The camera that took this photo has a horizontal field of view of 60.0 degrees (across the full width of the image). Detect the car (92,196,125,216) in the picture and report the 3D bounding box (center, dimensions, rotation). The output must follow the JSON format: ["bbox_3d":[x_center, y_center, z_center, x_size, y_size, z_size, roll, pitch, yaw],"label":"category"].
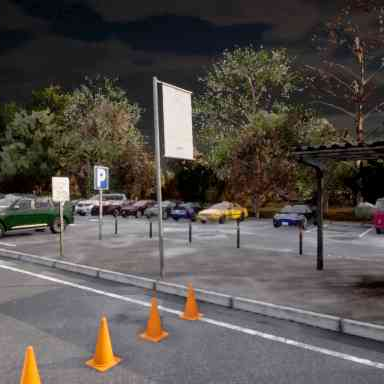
[{"bbox_3d":[-6.583,1.466,31.692,2.097,1.535,5.008,0,0,35],"label":"car"}]

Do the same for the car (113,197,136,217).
[{"bbox_3d":[-4.312,1.468,30.095,2.097,1.535,5.008,0,0,35],"label":"car"}]

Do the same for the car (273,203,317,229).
[{"bbox_3d":[7.020,1.513,22.084,2.163,1.488,4.792,0,0,35],"label":"car"}]

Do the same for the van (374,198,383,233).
[{"bbox_3d":[11.644,1.264,19.010,1.878,1.987,4.442,0,0,35],"label":"van"}]

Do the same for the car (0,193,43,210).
[{"bbox_3d":[-22.498,1.152,42.843,2.435,2.045,5.566,0,0,35],"label":"car"}]

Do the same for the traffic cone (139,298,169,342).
[{"bbox_3d":[-0.589,1.957,5.201,0.340,0.580,0.340,0,0,35],"label":"traffic cone"}]

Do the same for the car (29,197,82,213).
[{"bbox_3d":[-15.564,1.443,38.227,1.946,1.575,5.366,0,0,35],"label":"car"}]

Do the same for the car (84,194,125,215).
[{"bbox_3d":[-8.873,1.211,33.261,2.435,2.045,5.566,0,0,35],"label":"car"}]

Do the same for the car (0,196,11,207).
[{"bbox_3d":[-29.188,1.332,47.810,1.946,1.575,5.366,1,0,35],"label":"car"}]

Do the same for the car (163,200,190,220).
[{"bbox_3d":[0.242,1.504,26.922,2.163,1.488,4.792,0,0,35],"label":"car"}]

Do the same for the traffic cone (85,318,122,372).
[{"bbox_3d":[-1.164,1.957,4.385,0.340,0.580,0.340,0,0,35],"label":"traffic cone"}]

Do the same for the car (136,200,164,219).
[{"bbox_3d":[-2.041,1.473,28.499,2.231,1.521,4.892,0,0,35],"label":"car"}]

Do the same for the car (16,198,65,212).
[{"bbox_3d":[-17.954,1.468,39.646,2.163,1.488,4.792,0,0,35],"label":"car"}]

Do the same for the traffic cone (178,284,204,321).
[{"bbox_3d":[-0.014,1.957,6.017,0.340,0.580,0.340,0,0,36],"label":"traffic cone"}]

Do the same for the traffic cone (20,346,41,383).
[{"bbox_3d":[-1.740,1.957,3.569,0.340,0.580,0.340,0,0,35],"label":"traffic cone"}]

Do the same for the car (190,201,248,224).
[{"bbox_3d":[2.389,1.474,25.149,1.946,1.575,5.366,0,0,35],"label":"car"}]

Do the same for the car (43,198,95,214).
[{"bbox_3d":[-13.401,1.454,36.474,2.097,1.535,5.008,0,0,35],"label":"car"}]

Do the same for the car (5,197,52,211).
[{"bbox_3d":[-20.197,1.451,41.295,2.163,1.488,4.792,0,0,35],"label":"car"}]

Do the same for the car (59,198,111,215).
[{"bbox_3d":[-11.129,1.461,34.875,2.231,1.521,4.892,0,0,35],"label":"car"}]

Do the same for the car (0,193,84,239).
[{"bbox_3d":[-8.873,1.220,17.271,2.435,2.045,5.566,0,0,35],"label":"car"}]
